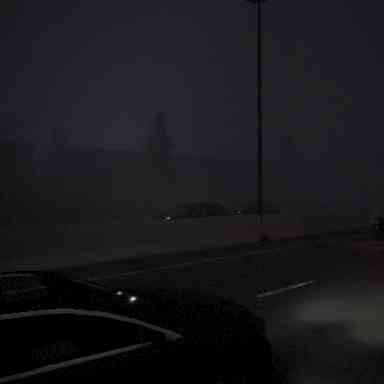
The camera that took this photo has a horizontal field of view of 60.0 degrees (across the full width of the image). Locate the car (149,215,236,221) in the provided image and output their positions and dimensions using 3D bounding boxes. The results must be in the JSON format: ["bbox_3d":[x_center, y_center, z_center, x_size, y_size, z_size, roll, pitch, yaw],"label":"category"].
[{"bbox_3d":[-0.111,1.309,16.935,4.553,1.767,2.097,0,0,-36],"label":"car"}]

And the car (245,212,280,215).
[{"bbox_3d":[4.429,1.411,24.595,4.902,1.511,2.128,0,0,-36],"label":"car"}]

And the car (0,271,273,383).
[{"bbox_3d":[-1.388,1.490,2.845,4.902,1.511,2.128,0,0,-35],"label":"car"}]

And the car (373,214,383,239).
[{"bbox_3d":[10.269,1.445,15.611,4.674,1.442,1.812,0,0,-36],"label":"car"}]
